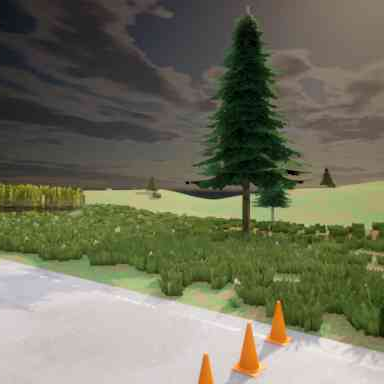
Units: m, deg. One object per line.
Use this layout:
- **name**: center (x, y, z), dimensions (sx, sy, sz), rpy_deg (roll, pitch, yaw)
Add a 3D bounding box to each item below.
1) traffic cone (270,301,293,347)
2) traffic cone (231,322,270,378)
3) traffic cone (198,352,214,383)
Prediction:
- **traffic cone**: center (1.314, 1.955, 5.053), dimensions (0.340, 0.580, 0.340), rpy_deg (0, 0, 36)
- **traffic cone**: center (0.729, 1.955, 4.242), dimensions (0.340, 0.580, 0.340), rpy_deg (0, 0, 36)
- **traffic cone**: center (0.145, 1.955, 3.431), dimensions (0.340, 0.580, 0.340), rpy_deg (0, 0, 36)
